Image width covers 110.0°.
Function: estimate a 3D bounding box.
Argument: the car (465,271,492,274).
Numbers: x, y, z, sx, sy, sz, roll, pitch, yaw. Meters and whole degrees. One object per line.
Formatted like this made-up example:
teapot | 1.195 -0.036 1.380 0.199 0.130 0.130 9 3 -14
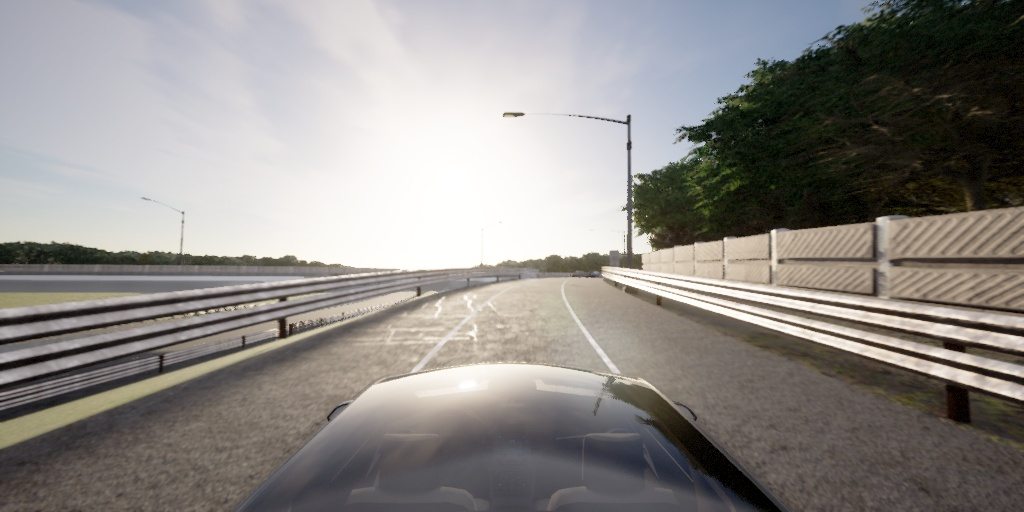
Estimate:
car | -4.987 2.903 61.567 4.892 1.490 1.837 2 -3 -33
